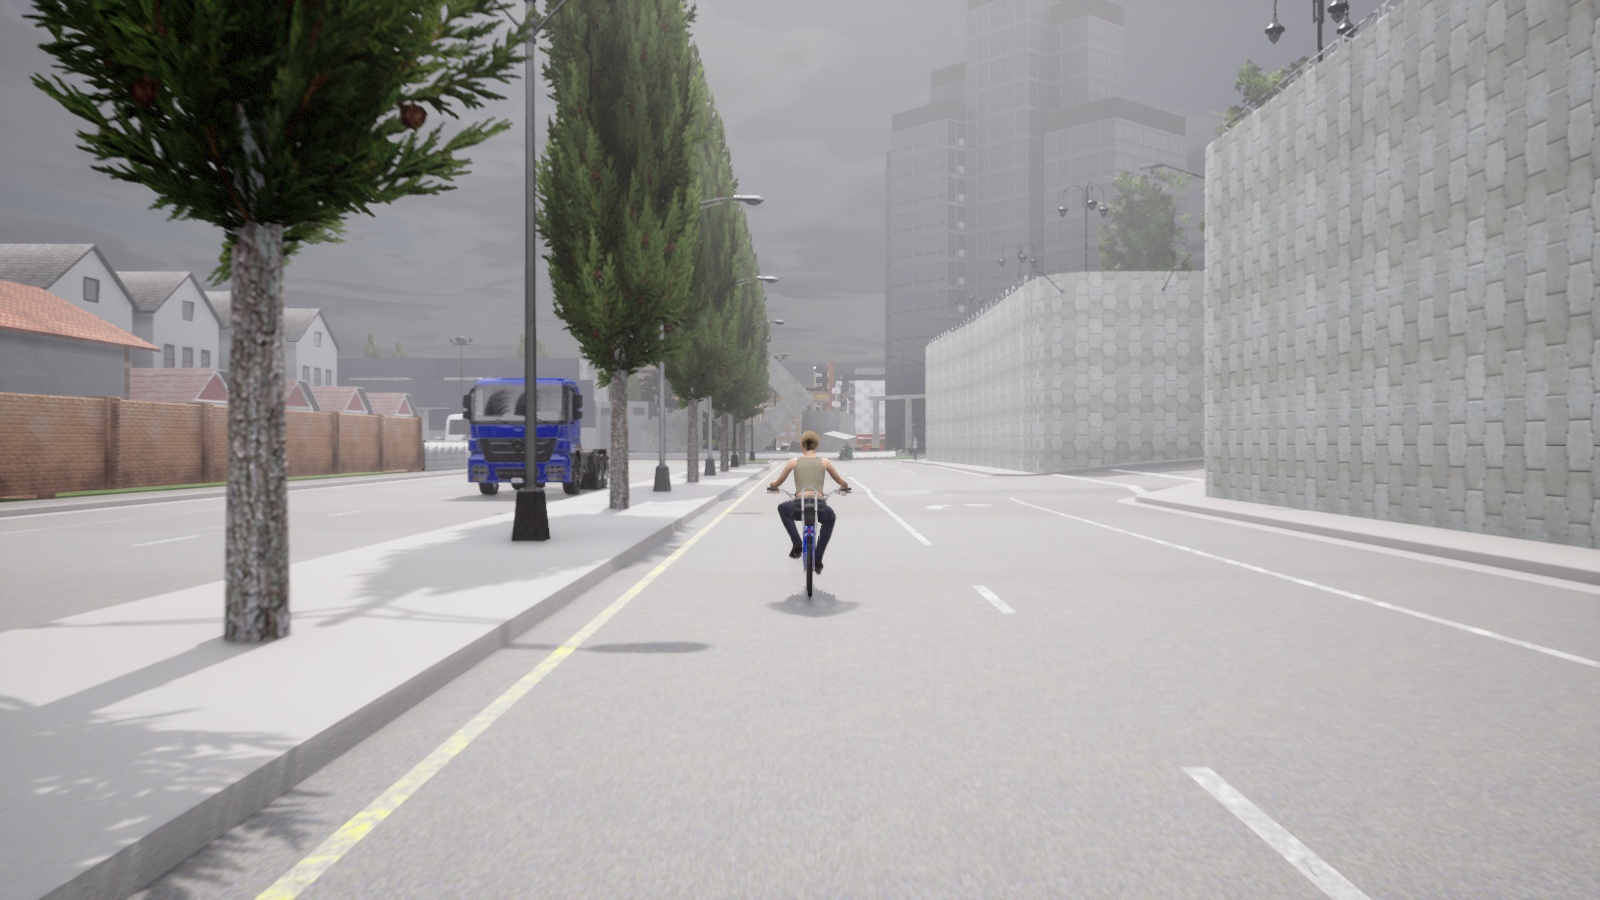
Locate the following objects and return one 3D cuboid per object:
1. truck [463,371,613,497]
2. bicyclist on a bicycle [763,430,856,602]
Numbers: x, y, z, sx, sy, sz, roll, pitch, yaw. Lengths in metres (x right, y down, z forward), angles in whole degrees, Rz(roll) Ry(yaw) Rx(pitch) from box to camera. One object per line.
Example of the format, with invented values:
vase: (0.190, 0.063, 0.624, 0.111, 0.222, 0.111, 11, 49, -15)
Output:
truck: (-7.766, -0.458, 38.376, 2.891, 3.462, 7.936, 0, 0, 0)
bicyclist on a bicycle: (0.091, 0.613, 12.515, 0.866, 1.612, 1.509, 0, 0, 0)
